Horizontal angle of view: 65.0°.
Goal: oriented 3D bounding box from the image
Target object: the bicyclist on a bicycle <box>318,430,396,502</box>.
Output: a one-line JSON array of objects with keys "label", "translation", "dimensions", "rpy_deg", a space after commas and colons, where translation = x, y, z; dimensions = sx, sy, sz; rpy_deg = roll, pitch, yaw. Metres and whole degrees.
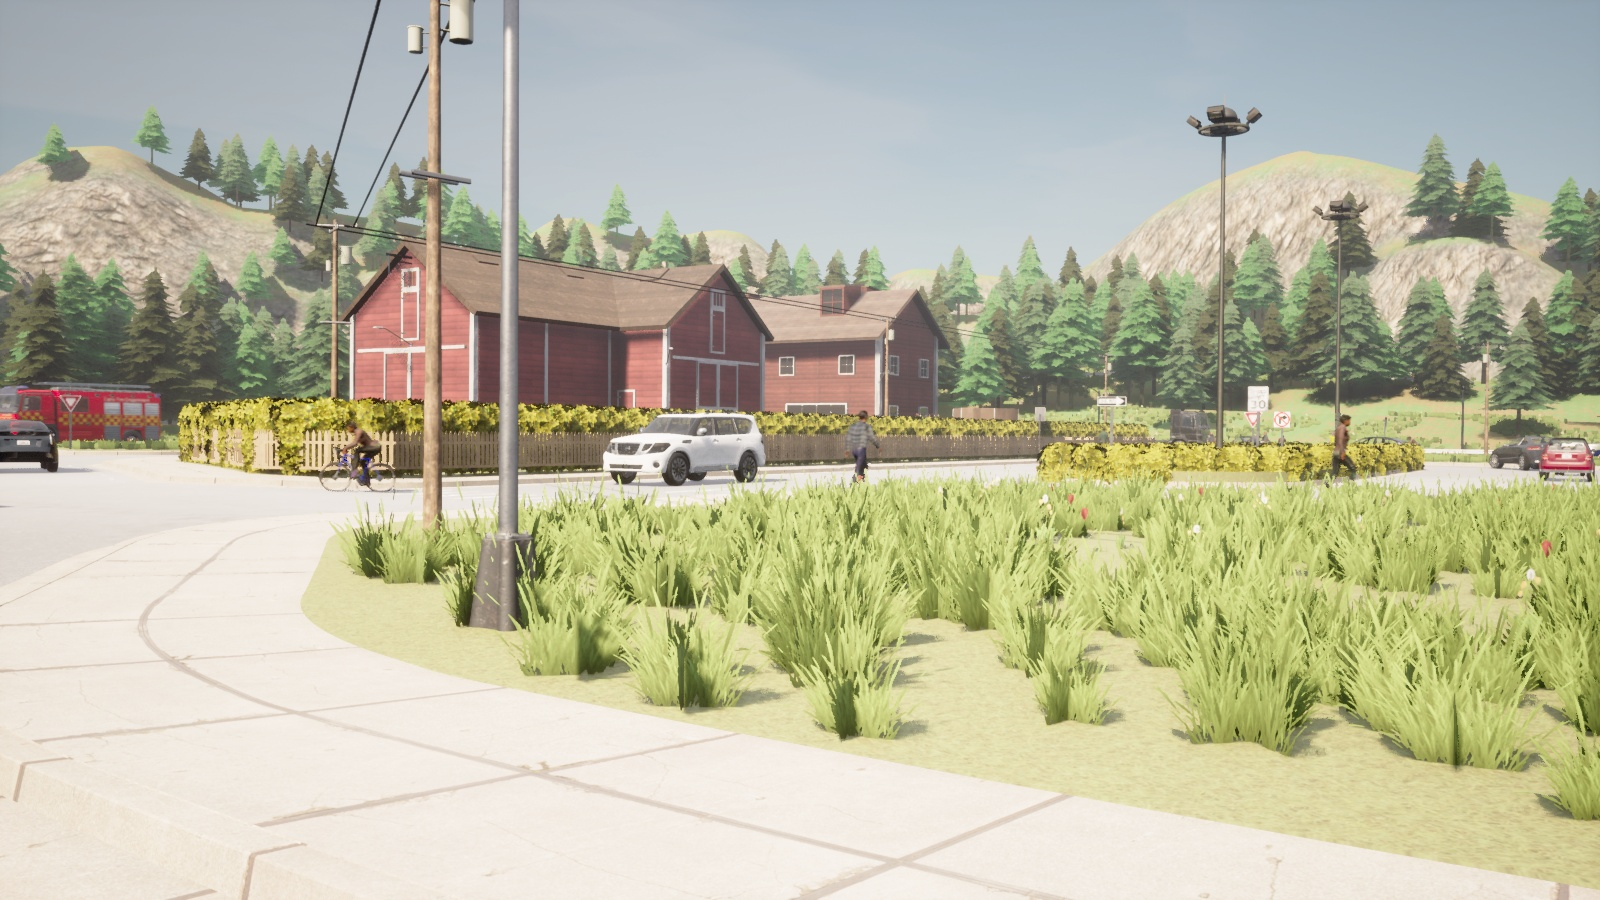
[{"label": "bicyclist on a bicycle", "translation": [-10.091, 0.358, 28.619], "dimensions": [1.656, 1.620, 0.582], "rpy_deg": [0, 0, -21]}]

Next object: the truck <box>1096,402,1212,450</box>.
[{"label": "truck", "translation": [26.601, -1.782, 94.525], "dimensions": [7.936, 3.462, 2.891], "rpy_deg": [0, 1, 33]}]

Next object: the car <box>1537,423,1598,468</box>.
[{"label": "car", "translation": [27.839, -0.170, 45.530], "dimensions": [1.789, 1.549, 3.705], "rpy_deg": [0, 0, 33]}]

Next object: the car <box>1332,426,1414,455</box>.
[{"label": "car", "translation": [31.191, -0.506, 68.387], "dimensions": [3.705, 1.549, 1.789], "rpy_deg": [0, 1, 44]}]

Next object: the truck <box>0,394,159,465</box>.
[{"label": "truck", "translation": [-42.087, -1.186, 72.738], "dimensions": [2.891, 3.827, 8.468], "rpy_deg": [0, 1, 34]}]

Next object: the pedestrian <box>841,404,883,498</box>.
[{"label": "pedestrian", "translation": [1.297, 0.016, 26.319], "dimensions": [0.788, 1.949, 0.423], "rpy_deg": [-1, 1, -43]}]

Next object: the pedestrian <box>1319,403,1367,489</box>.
[{"label": "pedestrian", "translation": [11.624, -0.086, 26.881], "dimensions": [0.869, 1.805, 0.328], "rpy_deg": [0, 1, 4]}]

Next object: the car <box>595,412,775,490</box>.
[{"label": "car", "translation": [-3.178, -0.013, 36.058], "dimensions": [2.150, 2.045, 5.566], "rpy_deg": [0, 1, 33]}]

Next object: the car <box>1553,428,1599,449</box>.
[{"label": "car", "translation": [50.155, -0.701, 79.009], "dimensions": [4.718, 1.301, 1.895], "rpy_deg": [0, 1, 34]}]

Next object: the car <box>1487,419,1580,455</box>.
[{"label": "car", "translation": [35.262, -0.636, 60.525], "dimensions": [2.152, 1.651, 5.027], "rpy_deg": [0, 1, 9]}]

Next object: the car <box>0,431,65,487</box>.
[{"label": "car", "translation": [-23.139, 0.234, 37.162], "dimensions": [2.007, 1.525, 4.514], "rpy_deg": [-1, 1, -35]}]
